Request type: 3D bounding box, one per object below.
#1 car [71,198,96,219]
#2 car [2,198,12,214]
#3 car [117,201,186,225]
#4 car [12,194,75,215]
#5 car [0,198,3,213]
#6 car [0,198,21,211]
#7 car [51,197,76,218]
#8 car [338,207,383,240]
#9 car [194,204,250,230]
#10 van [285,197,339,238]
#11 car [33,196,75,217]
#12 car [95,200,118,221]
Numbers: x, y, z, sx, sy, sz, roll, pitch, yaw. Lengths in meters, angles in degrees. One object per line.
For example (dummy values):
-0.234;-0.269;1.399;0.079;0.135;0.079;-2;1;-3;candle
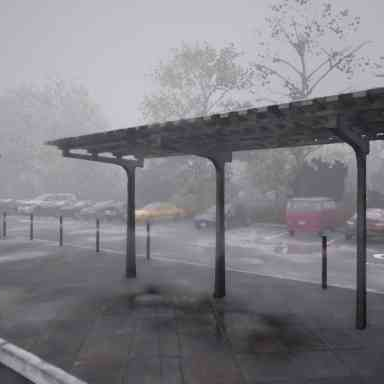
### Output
-7.005;1.461;27.632;2.231;1.521;4.892;0;0;35;car
-16.072;1.440;34.038;2.231;1.521;4.892;0;0;35;car
-2.587;1.467;24.267;1.946;1.575;5.366;0;0;35;car
-13.821;1.193;32.416;2.435;2.045;5.566;0;0;35;car
-18.339;1.432;35.644;2.097;1.535;5.008;0;0;35;car
-22.882;1.441;38.832;2.163;1.488;4.792;1;0;35;car
-9.271;1.454;29.235;2.097;1.535;5.008;0;0;35;car
8.843;1.535;16.396;2.002;1.452;4.674;0;0;35;car
2.034;1.509;21.186;2.163;1.488;4.792;0;0;35;car
6.648;1.264;18.097;1.878;1.987;4.442;0;0;35;van
-11.537;1.449;30.839;2.097;1.535;5.008;0;0;35;car
-4.728;1.494;26.047;2.163;1.488;4.792;0;0;35;car
